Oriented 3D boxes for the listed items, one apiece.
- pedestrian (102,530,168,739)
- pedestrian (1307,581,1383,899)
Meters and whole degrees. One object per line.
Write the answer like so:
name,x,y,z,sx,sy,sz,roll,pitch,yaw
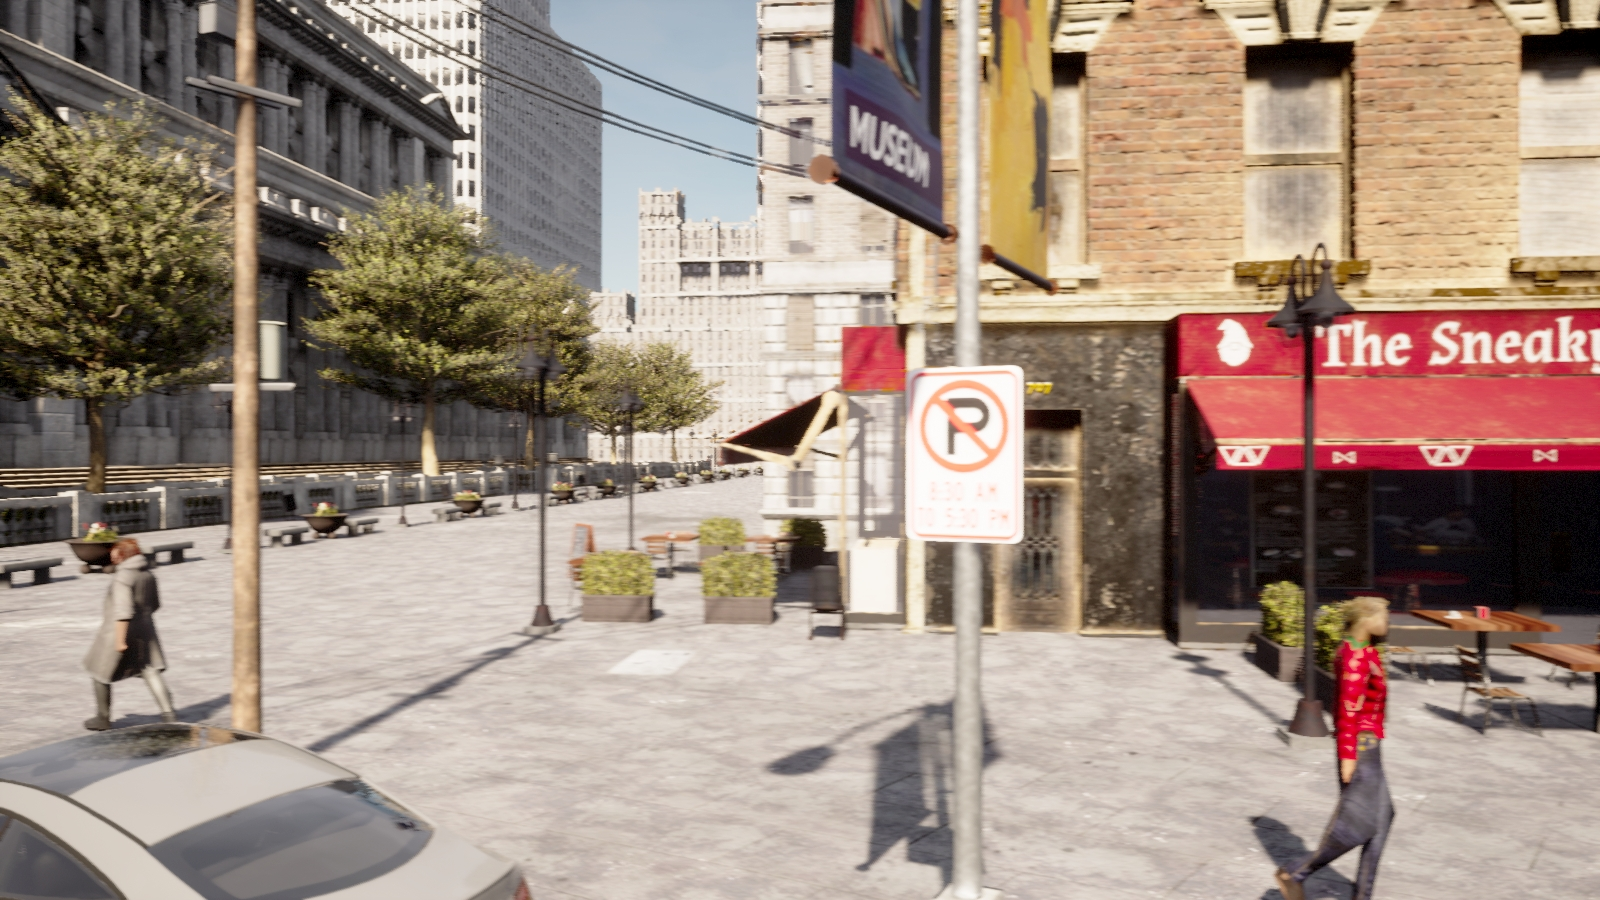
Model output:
pedestrian,-6.174,1.693,10.608,0.375,1.860,0.375,0,0,13
pedestrian,3.054,1.693,6.416,0.375,1.860,0.375,0,0,24
